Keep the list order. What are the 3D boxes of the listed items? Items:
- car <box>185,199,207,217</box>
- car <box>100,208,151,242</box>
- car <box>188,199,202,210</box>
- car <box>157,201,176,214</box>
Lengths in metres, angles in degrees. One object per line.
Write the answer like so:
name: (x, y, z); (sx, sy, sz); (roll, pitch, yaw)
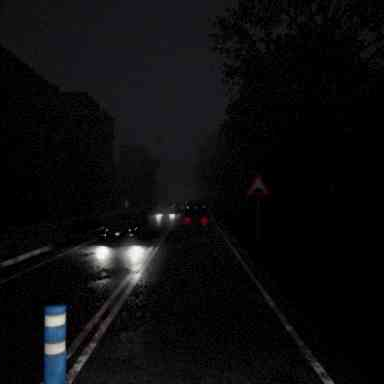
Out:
car: (0.381, 1.550, 34.345); (2.097, 1.767, 4.553); (0, 0, 0)
car: (-3.254, 1.608, 17.025); (1.837, 1.490, 4.892); (0, 0, 1)
car: (0.517, 1.798, 49.606); (2.033, 1.411, 5.357); (0, 0, 1)
car: (-2.939, 1.739, 38.947); (1.812, 1.442, 4.674); (0, 0, 1)
